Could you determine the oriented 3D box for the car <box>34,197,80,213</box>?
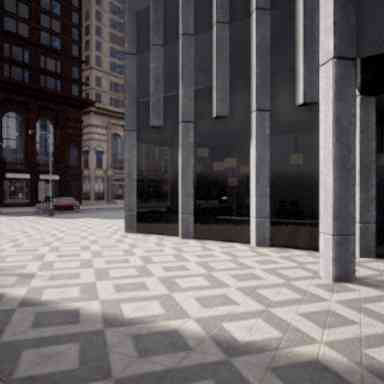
[{"bbox_3d":[-14.513,1.343,35.866,2.097,1.767,4.553,0,0,36],"label":"car"}]
